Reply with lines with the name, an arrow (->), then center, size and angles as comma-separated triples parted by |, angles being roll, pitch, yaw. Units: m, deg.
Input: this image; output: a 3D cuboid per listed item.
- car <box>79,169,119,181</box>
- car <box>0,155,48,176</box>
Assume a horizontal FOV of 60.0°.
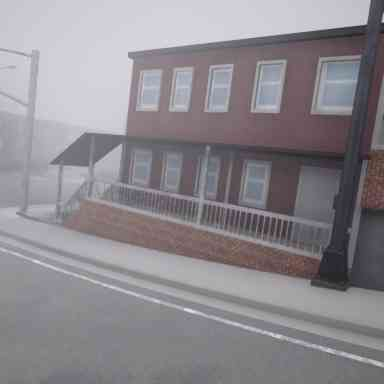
car -> -11.186, -2.141, 41.198 | 2.033, 1.411, 5.357 | 11, 6, 35
car -> -18.706, -2.999, 36.587 | 2.150, 2.045, 5.566 | 11, 6, 35
